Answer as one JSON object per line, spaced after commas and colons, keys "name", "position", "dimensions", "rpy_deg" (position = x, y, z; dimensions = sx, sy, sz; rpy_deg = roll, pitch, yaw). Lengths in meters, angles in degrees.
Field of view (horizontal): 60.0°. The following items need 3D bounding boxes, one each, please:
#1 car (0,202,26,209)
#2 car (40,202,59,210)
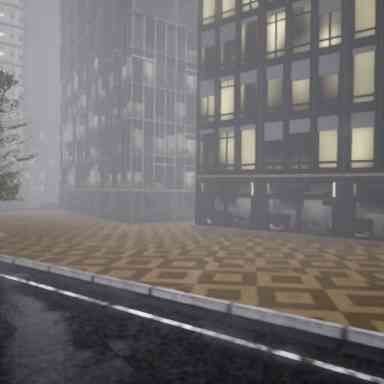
{"name": "car", "position": [-33.140, 2.339, 61.331], "dimensions": [4.403, 1.369, 2.008], "rpy_deg": [0, 1, -34]}
{"name": "car", "position": [-24.011, 2.488, 58.031], "dimensions": [4.507, 1.381, 1.887], "rpy_deg": [0, 1, -34]}
